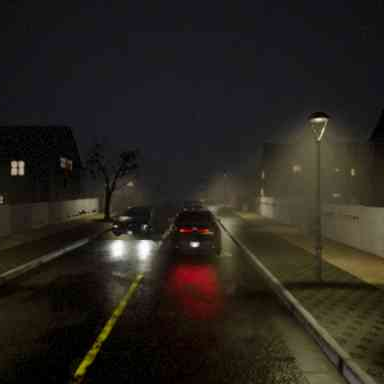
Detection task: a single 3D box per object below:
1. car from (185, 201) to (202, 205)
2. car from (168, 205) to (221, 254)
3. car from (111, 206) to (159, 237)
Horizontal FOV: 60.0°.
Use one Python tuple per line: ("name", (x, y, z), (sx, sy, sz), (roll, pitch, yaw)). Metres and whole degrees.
("car", (0.106, 1.460, 29.040), (2.033, 1.411, 5.357), (0, 0, 0))
("car", (0.099, 1.458, 13.248), (1.837, 1.490, 4.892), (0, 0, 0))
("car", (-2.846, 1.488, 17.916), (2.033, 1.411, 5.357), (0, 0, 0))
